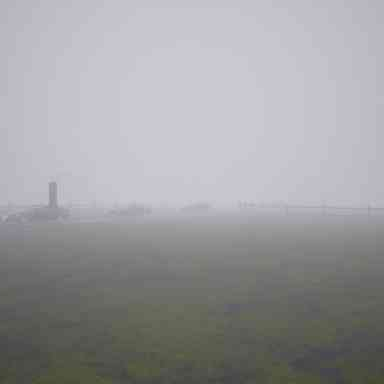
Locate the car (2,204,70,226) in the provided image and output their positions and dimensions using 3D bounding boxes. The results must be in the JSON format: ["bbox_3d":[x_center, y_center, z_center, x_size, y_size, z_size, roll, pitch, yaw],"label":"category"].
[{"bbox_3d":[-11.851,1.718,25.615,2.128,1.511,4.902,-1,-1,35],"label":"car"}]

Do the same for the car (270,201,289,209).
[{"bbox_3d":[15.676,2.260,59.465,2.033,1.411,5.357,-1,-1,36],"label":"car"}]

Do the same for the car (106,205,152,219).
[{"bbox_3d":[-6.297,1.947,33.472,1.895,1.301,4.718,-1,-1,35],"label":"car"}]

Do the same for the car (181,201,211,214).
[{"bbox_3d":[0.568,1.970,43.170,1.882,1.535,5.008,-1,-1,35],"label":"car"}]
